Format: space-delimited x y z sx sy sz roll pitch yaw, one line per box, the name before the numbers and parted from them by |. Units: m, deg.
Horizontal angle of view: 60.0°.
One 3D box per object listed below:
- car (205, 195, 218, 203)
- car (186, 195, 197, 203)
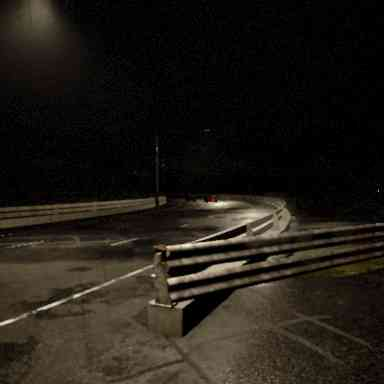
car | 3.455 1.312 60.302 1.994 1.385 4.181 0 0 -4
car | -0.168 1.243 63.017 2.128 1.511 4.902 0 0 -4
